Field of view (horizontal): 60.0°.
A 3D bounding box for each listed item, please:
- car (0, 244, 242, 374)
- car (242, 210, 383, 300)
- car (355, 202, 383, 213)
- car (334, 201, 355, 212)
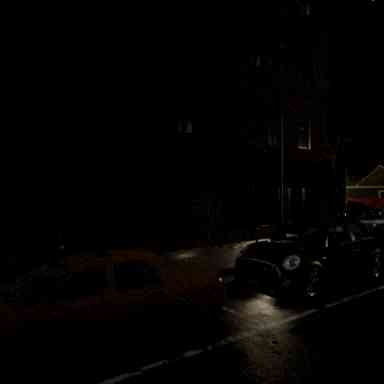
[{"bbox_3d":[-1.664,1.525,4.998,4.829,1.417,1.752,0,0,-36],"label":"car"},{"bbox_3d":[2.962,1.439,8.309,4.097,1.590,1.967,0,0,-36],"label":"car"},{"bbox_3d":[14.393,1.589,29.828,1.837,1.490,4.892,0,0,-36],"label":"car"},{"bbox_3d":[11.084,1.598,28.887,1.837,1.490,4.892,0,0,-33],"label":"car"}]
